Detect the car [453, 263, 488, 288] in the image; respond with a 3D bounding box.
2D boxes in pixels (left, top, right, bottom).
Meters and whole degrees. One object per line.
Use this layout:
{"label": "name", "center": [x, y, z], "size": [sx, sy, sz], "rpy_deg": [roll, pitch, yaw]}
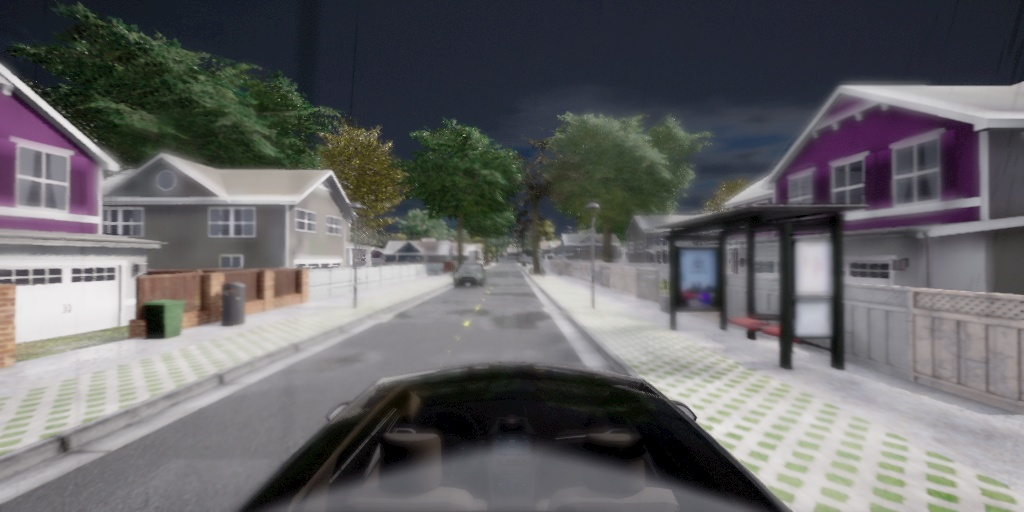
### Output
{"label": "car", "center": [-2.852, 1.318, 25.600], "size": [2.097, 1.767, 4.553], "rpy_deg": [0, -1, 0]}
